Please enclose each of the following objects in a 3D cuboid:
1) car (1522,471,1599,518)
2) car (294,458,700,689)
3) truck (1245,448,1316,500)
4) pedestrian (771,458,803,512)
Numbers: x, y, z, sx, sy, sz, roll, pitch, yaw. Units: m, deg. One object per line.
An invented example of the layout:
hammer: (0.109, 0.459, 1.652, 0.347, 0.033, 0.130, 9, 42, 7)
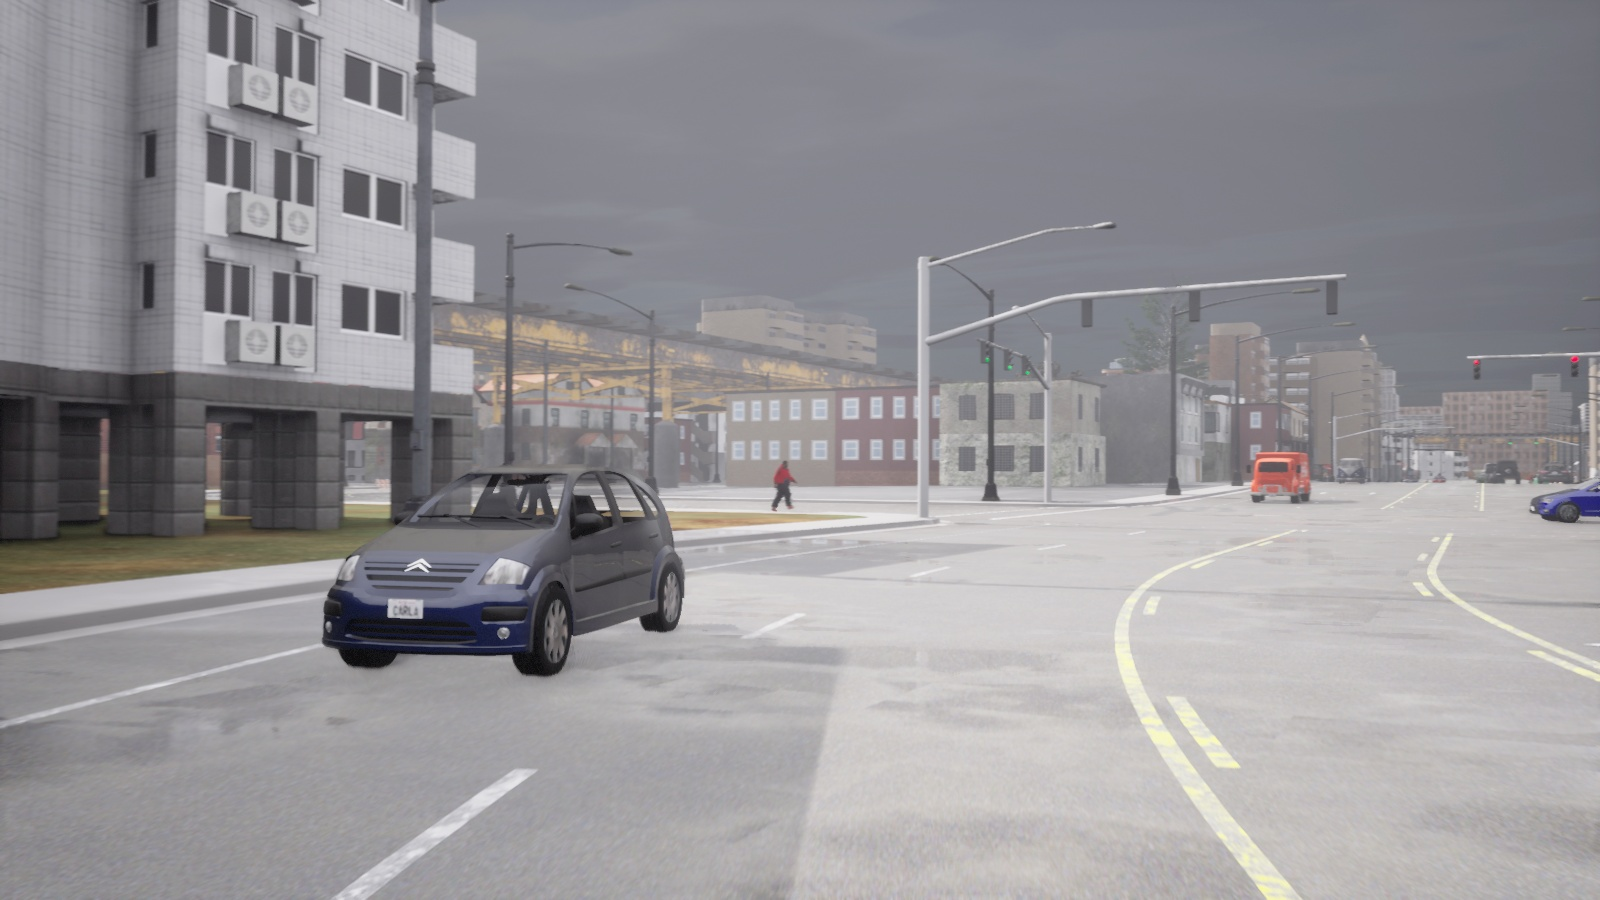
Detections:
car: (25.754, 1.396, 40.221, 4.193, 1.474, 1.816, 0, -1, 14)
car: (-2.363, 0.904, 10.967, 1.851, 1.617, 3.988, 0, -1, 13)
truck: (24.057, 1.170, 62.731, 2.627, 2.467, 5.204, -1, 0, 28)
pedestrian: (-0.450, 1.198, 43.337, 0.899, 1.844, 0.634, -1, -1, 26)
